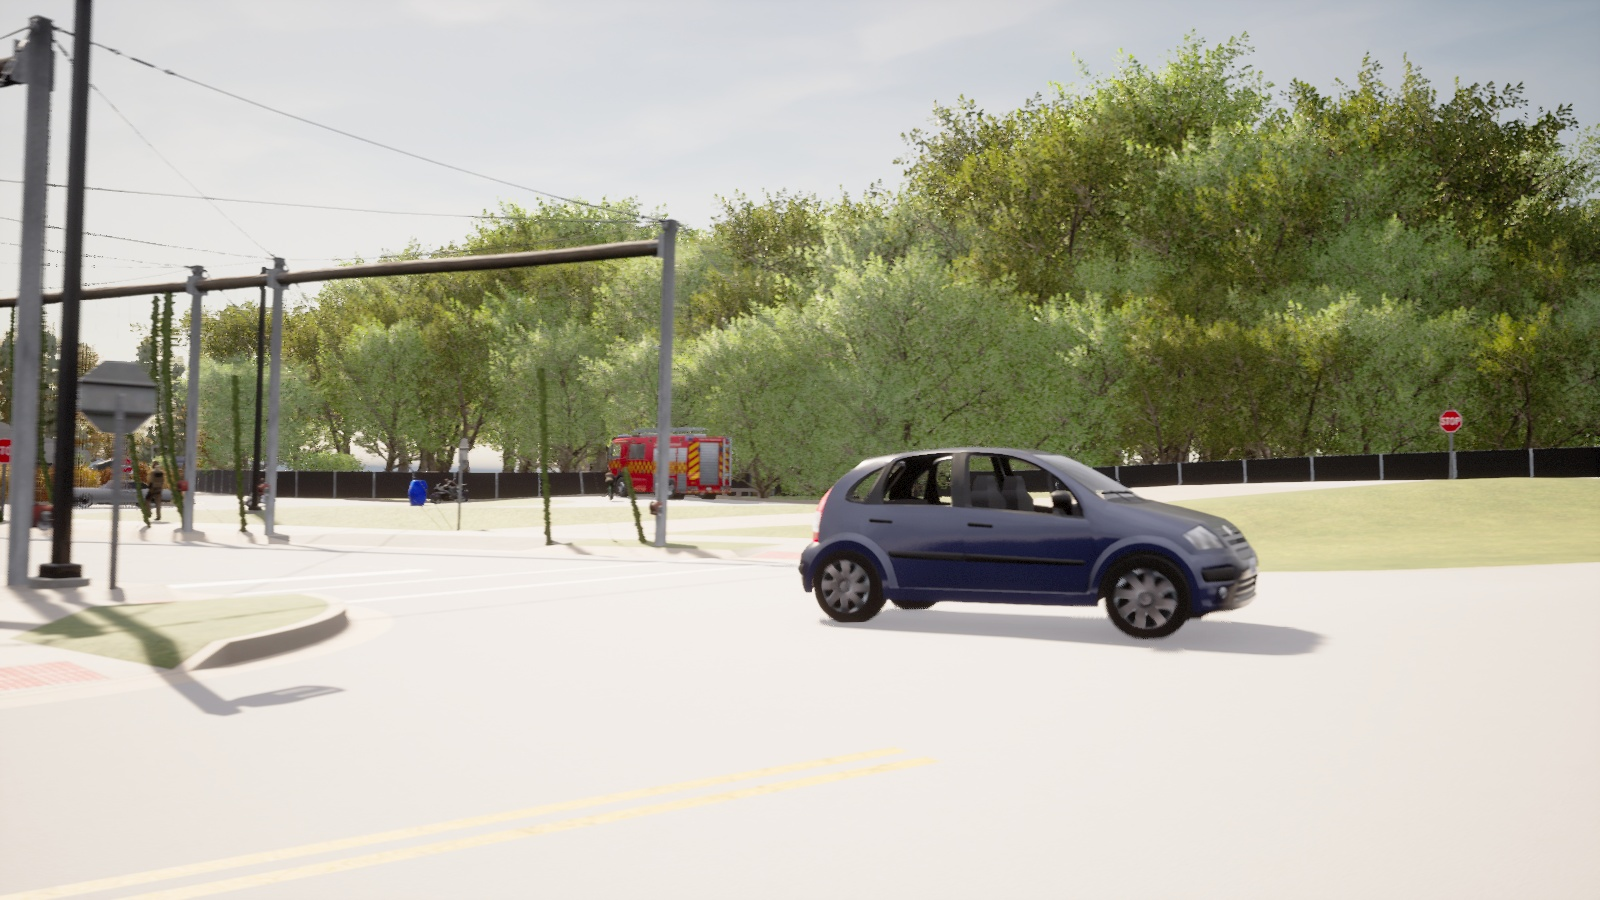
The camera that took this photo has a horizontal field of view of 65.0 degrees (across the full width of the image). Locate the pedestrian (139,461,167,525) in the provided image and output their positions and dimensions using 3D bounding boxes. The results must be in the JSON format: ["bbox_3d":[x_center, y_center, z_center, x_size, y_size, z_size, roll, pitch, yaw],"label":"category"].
[{"bbox_3d":[-19.755,1.315,38.326,0.692,1.930,0.396,1,-1,32],"label":"pedestrian"}]

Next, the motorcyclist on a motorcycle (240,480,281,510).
[{"bbox_3d":[-29.848,2.476,69.485,0.866,1.590,1.817,1,-1,38],"label":"motorcyclist on a motorcycle"}]

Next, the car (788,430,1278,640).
[{"bbox_3d":[2.090,0.717,11.448,3.988,1.617,1.851,-2,-2,28],"label":"car"}]

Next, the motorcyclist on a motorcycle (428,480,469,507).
[{"bbox_3d":[-21.066,2.585,75.262,2.191,1.530,0.866,-1,-1,-6],"label":"motorcyclist on a motorcycle"}]

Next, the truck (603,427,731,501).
[{"bbox_3d":[-7.449,0.801,69.224,2.891,3.827,8.468,1,-1,-39],"label":"truck"}]

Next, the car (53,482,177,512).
[{"bbox_3d":[-31.898,2.178,58.594,1.895,1.301,4.718,-1,-2,44],"label":"car"}]
